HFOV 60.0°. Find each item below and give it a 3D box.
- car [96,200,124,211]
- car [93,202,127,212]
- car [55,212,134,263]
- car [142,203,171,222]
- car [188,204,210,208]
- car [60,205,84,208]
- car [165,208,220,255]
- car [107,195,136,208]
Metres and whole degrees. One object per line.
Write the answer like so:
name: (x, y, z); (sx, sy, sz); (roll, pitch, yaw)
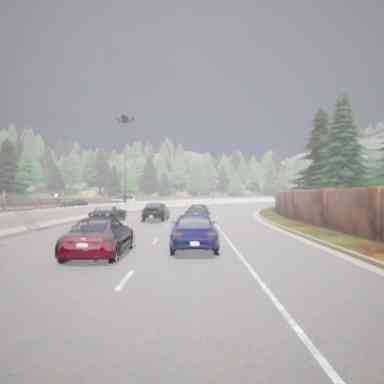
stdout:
car: (-11.058, 1.827, 45.270); (1.994, 1.385, 4.181); (0, 0, 14)
car: (-6.641, 1.756, 26.722); (1.895, 1.301, 4.718); (0, 0, 3)
car: (-3.401, 1.636, 12.315); (1.994, 1.385, 4.181); (0, 0, 0)
car: (-2.998, 1.670, 28.359); (1.837, 1.490, 4.892); (0, 0, 4)
car: (0.582, 1.733, 29.043); (1.994, 1.385, 4.181); (0, 0, 5)
car: (-17.371, 1.790, 48.806); (1.837, 1.490, 4.892); (0, -1, 15)
car: (0.085, 1.605, 13.591); (1.812, 1.442, 4.674); (0, 0, 0)
car: (-11.660, 1.543, 55.717); (2.150, 2.045, 5.566); (0, 0, 19)
